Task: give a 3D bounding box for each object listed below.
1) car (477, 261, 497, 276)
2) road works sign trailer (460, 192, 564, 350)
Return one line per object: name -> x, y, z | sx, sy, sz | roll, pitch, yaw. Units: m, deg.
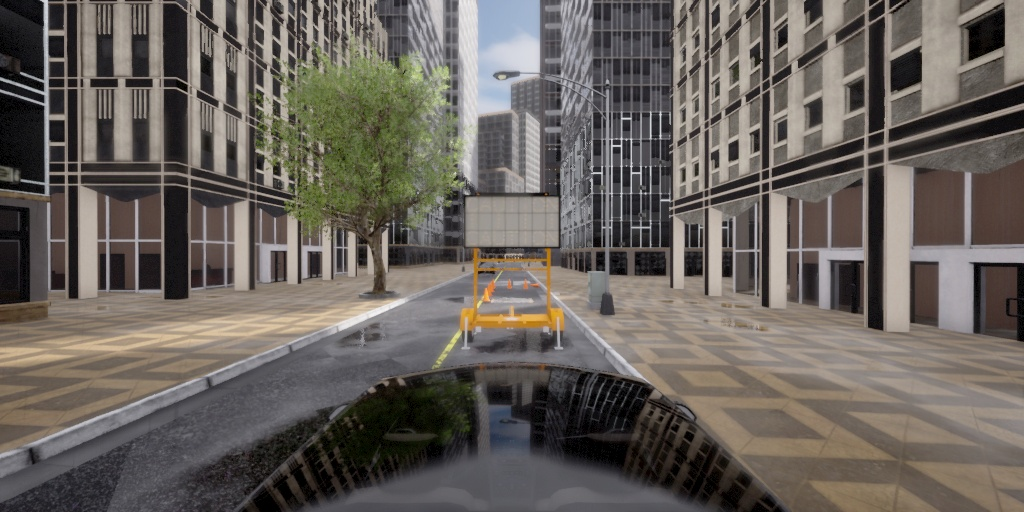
car -> -2.725, 1.280, 38.139 | 1.837, 1.490, 4.892 | 0, 0, 0
road works sign trailer -> 0.006, 0.214, 9.066 | 2.380, 3.560, 2.880 | 0, 0, 0
